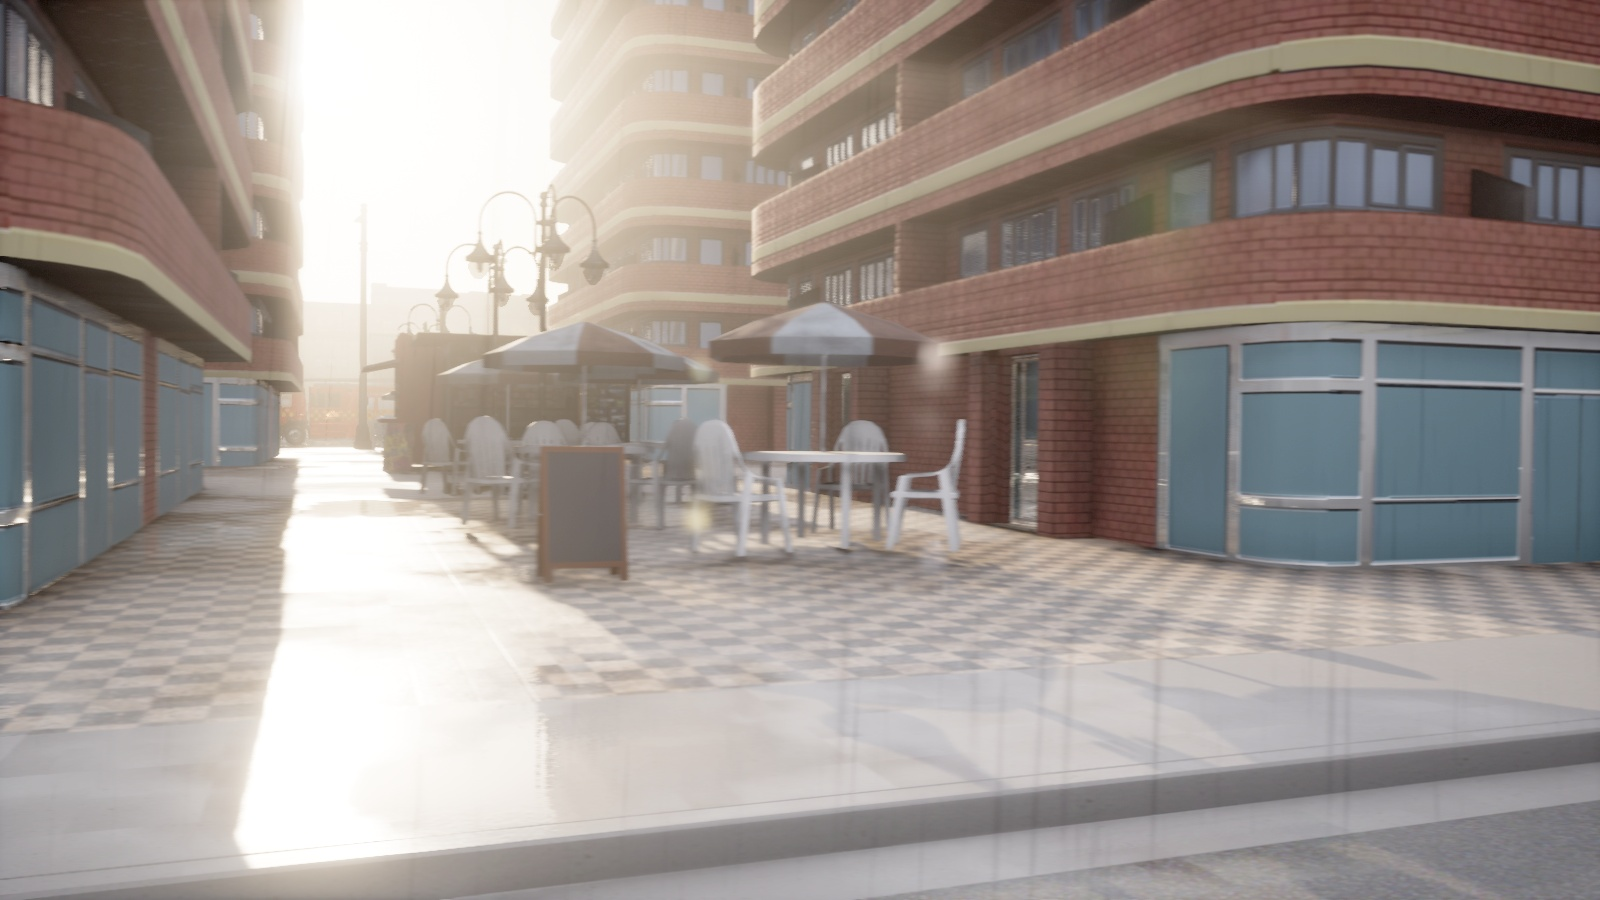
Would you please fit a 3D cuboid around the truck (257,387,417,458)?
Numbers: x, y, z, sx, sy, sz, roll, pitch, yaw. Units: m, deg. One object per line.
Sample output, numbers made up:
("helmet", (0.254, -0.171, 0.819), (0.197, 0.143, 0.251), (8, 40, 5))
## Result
("truck", (-26.882, -1.628, 73.105), (8.468, 3.827, 2.891), (-2, 1, -21))
